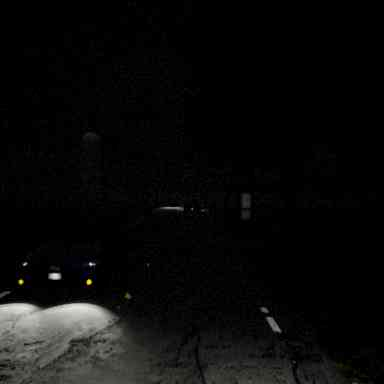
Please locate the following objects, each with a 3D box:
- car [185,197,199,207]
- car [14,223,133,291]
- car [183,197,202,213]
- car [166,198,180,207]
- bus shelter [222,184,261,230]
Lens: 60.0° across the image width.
[{"bbox_3d":[0.044,1.497,51.278,2.128,1.511,4.902,0,0,0],"label":"car"},{"bbox_3d":[-2.849,1.557,8.890,1.994,1.385,4.181,0,0,0],"label":"car"},{"bbox_3d":[0.051,1.496,36.662,1.837,1.490,4.892,0,0,1],"label":"car"},{"bbox_3d":[-2.817,1.568,50.801,1.994,1.385,4.181,0,0,0],"label":"car"},{"bbox_3d":[3.146,0.866,21.867,1.920,2.740,3.880,1,1,0],"label":"bus shelter"}]
